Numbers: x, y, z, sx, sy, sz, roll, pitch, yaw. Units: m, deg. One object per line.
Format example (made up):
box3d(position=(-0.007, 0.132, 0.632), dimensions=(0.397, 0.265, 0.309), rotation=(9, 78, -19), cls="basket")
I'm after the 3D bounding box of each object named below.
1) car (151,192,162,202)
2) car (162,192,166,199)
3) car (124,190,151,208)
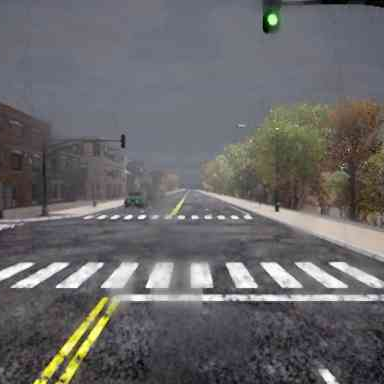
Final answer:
box3d(position=(-6.616, 0.940, 55.263), dimensions=(1.837, 1.490, 4.892), rotation=(0, 3, 0), cls="car")
box3d(position=(-6.679, 0.745, 73.767), dimensions=(2.033, 1.411, 5.357), rotation=(0, 1, 0), cls="car")
box3d(position=(-6.561, 0.832, 39.491), dimensions=(2.150, 2.045, 5.566), rotation=(0, 3, 0), cls="car")
